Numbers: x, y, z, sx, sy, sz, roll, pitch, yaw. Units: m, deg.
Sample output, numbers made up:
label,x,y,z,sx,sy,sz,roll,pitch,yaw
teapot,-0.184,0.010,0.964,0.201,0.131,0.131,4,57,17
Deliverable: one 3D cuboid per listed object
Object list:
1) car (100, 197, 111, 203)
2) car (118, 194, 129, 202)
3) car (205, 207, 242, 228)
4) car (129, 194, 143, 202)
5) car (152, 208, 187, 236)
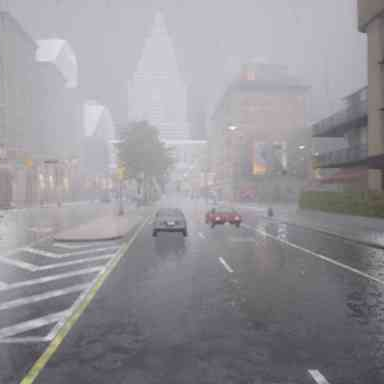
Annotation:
label,x,y,z,sx,sy,sz,roll,pitch,yaw
car,-20.894,1.989,80.615,1.895,1.301,4.718,-1,0,-5
car,-18.172,1.910,87.610,1.812,1.442,4.674,-1,0,-4
car,1.972,1.637,22.411,1.895,1.301,4.718,-1,0,-4
car,-14.683,1.878,87.882,2.128,1.511,4.902,-1,0,-4
car,-1.264,1.605,18.852,2.033,1.411,5.357,-1,0,-4
